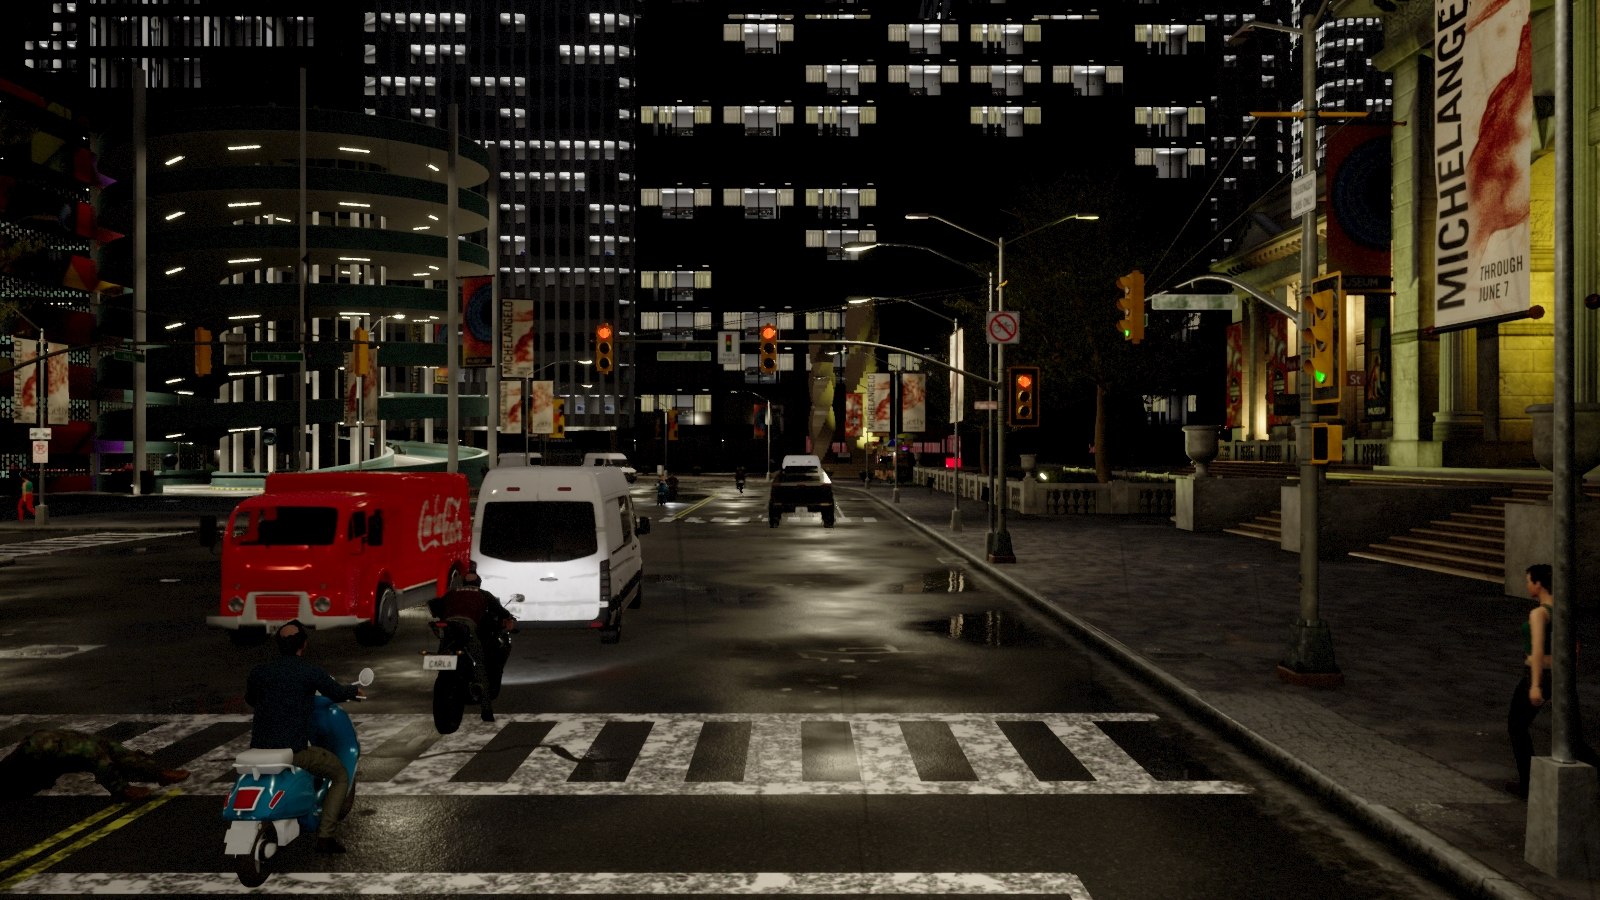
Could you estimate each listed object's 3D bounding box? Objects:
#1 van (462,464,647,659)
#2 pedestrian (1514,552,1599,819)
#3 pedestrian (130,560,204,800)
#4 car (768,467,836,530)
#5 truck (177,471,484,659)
[{"bbox_3d":[-3.708,1.534,18.368,1.988,2.561,5.915,0,0,-3],"label":"van"},{"bbox_3d":[5.536,1.698,8.363,0.375,1.860,0.375,0,0,-15],"label":"pedestrian"},{"bbox_3d":[-5.156,1.848,9.310,0.375,1.860,0.375,0,0,18],"label":"pedestrian"},{"bbox_3d":[0.060,1.753,43.251,2.390,2.098,6.274,0,0,0],"label":"car"},{"bbox_3d":[-6.973,1.577,17.828,2.627,2.467,5.204,0,-1,0],"label":"truck"}]
